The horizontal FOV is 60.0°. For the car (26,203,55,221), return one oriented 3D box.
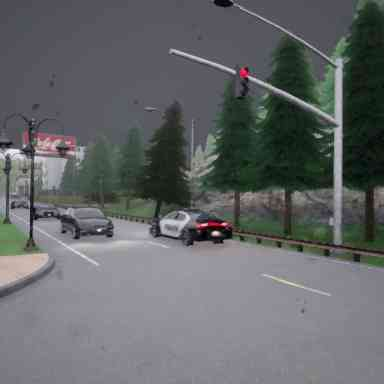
[{"bbox_3d":[-12.378,1.637,28.007,1.994,1.385,4.181,1,-1,-33],"label":"car"}]

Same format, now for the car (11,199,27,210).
[{"bbox_3d":[-23.992,1.726,46.252,1.994,1.385,4.181,1,-1,-32],"label":"car"}]

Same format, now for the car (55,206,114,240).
[{"bbox_3d":[-5.591,1.528,17.428,1.837,1.490,4.892,1,-1,-32],"label":"car"}]

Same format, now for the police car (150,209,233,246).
[{"bbox_3d":[-0.309,1.577,15.867,2.038,1.542,4.974,1,-1,-33],"label":"police car"}]
